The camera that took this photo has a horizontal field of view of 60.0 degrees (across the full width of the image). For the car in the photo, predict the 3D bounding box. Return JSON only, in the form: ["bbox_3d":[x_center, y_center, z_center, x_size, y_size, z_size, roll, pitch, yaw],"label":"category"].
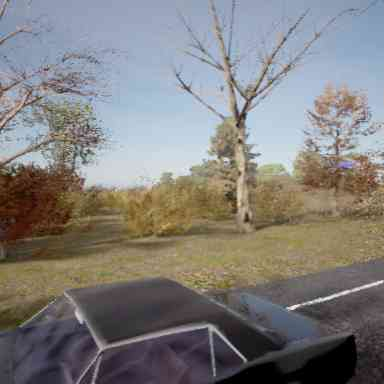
[{"bbox_3d":[-0.828,1.583,2.842,4.718,1.301,1.895,0,0,-31],"label":"car"}]
